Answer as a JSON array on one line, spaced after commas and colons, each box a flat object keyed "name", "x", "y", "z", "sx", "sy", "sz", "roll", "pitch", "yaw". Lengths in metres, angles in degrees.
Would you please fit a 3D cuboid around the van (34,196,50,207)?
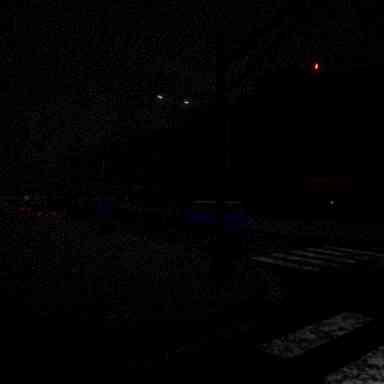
[{"name": "van", "x": -24.445, "y": 1.510, "z": 54.083, "sx": 1.690, "sy": 1.788, "sz": 3.998, "roll": 0, "pitch": 0, "yaw": -36}]

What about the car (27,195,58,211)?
[{"name": "car", "x": -19.255, "y": 1.479, "z": 42.596, "sx": 2.097, "sy": 1.767, "sz": 4.553, "roll": 0, "pitch": 0, "yaw": -37}]

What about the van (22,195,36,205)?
[{"name": "van", "x": -30.867, "y": 1.546, "z": 62.954, "sx": 1.690, "sy": 1.788, "sz": 3.998, "roll": 0, "pitch": 0, "yaw": -36}]

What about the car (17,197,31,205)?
[{"name": "car", "x": -34.177, "y": 1.749, "z": 67.526, "sx": 1.752, "sy": 1.417, "sz": 4.829, "roll": 0, "pitch": 0, "yaw": -36}]

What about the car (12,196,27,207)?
[{"name": "car", "x": -27.108, "y": 1.772, "z": 53.431, "sx": 1.895, "sy": 1.301, "sz": 4.718, "roll": 0, "pitch": 0, "yaw": -36}]

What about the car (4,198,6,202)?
[{"name": "car", "x": -43.810, "y": 1.801, "z": 80.832, "sx": 1.752, "sy": 1.417, "sz": 4.829, "roll": 0, "pitch": 0, "yaw": -36}]

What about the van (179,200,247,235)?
[{"name": "van", "x": 1.242, "y": 1.374, "z": 18.603, "sx": 1.690, "sy": 1.788, "sz": 3.998, "roll": 0, "pitch": 0, "yaw": -36}]

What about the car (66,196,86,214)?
[{"name": "car", "x": -11.602, "y": 1.413, "z": 36.340, "sx": 2.192, "sy": 1.841, "sz": 5.009, "roll": 0, "pitch": 0, "yaw": -36}]

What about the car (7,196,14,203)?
[{"name": "car", "x": -40.500, "y": 1.698, "z": 76.259, "sx": 1.967, "sy": 1.590, "sz": 4.097, "roll": 0, "pitch": 0, "yaw": -36}]

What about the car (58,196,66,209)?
[{"name": "car", "x": -18.024, "y": 1.449, "z": 45.213, "sx": 2.192, "sy": 1.841, "sz": 5.009, "roll": 0, "pitch": 0, "yaw": -36}]

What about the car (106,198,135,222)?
[{"name": "car", "x": -5.180, "y": 1.504, "z": 27.473, "sx": 1.967, "sy": 1.590, "sz": 4.097, "roll": 0, "pitch": 0, "yaw": -36}]

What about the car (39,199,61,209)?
[{"name": "car", "x": -21.234, "y": 1.702, "z": 49.648, "sx": 2.008, "sy": 1.369, "sz": 4.403, "roll": 0, "pitch": 0, "yaw": -36}]

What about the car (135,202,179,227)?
[{"name": "car", "x": -1.969, "y": 1.488, "z": 23.038, "sx": 1.967, "sy": 1.590, "sz": 4.097, "roll": 0, "pitch": 0, "yaw": -36}]

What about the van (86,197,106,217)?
[{"name": "van", "x": -8.391, "y": 1.422, "z": 31.908, "sx": 1.690, "sy": 1.788, "sz": 3.998, "roll": 0, "pitch": 0, "yaw": -36}]
